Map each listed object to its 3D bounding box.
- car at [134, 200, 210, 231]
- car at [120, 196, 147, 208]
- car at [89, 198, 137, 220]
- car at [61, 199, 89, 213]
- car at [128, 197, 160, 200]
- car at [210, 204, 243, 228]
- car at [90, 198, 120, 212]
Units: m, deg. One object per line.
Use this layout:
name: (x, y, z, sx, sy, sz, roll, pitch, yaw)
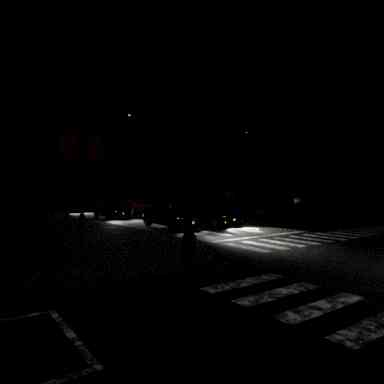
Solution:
car: (-1.376, 1.469, 20.730, 2.128, 1.511, 4.902, 0, 0, -36)
car: (-8.484, 1.402, 47.676, 1.882, 1.535, 5.008, 0, 0, -36)
car: (-6.869, 1.468, 28.376, 1.837, 1.490, 4.892, 0, 0, -36)
car: (-13.090, 1.494, 37.031, 2.033, 1.411, 5.357, 0, 0, -36)
car: (-3.511, 1.312, 29.272, 2.097, 1.767, 4.553, 0, 0, -36)
car: (1.476, 1.537, 22.328, 1.994, 1.385, 4.181, 0, 0, -36)
car: (-10.147, 1.469, 38.532, 1.812, 1.442, 4.674, 0, 0, -36)
